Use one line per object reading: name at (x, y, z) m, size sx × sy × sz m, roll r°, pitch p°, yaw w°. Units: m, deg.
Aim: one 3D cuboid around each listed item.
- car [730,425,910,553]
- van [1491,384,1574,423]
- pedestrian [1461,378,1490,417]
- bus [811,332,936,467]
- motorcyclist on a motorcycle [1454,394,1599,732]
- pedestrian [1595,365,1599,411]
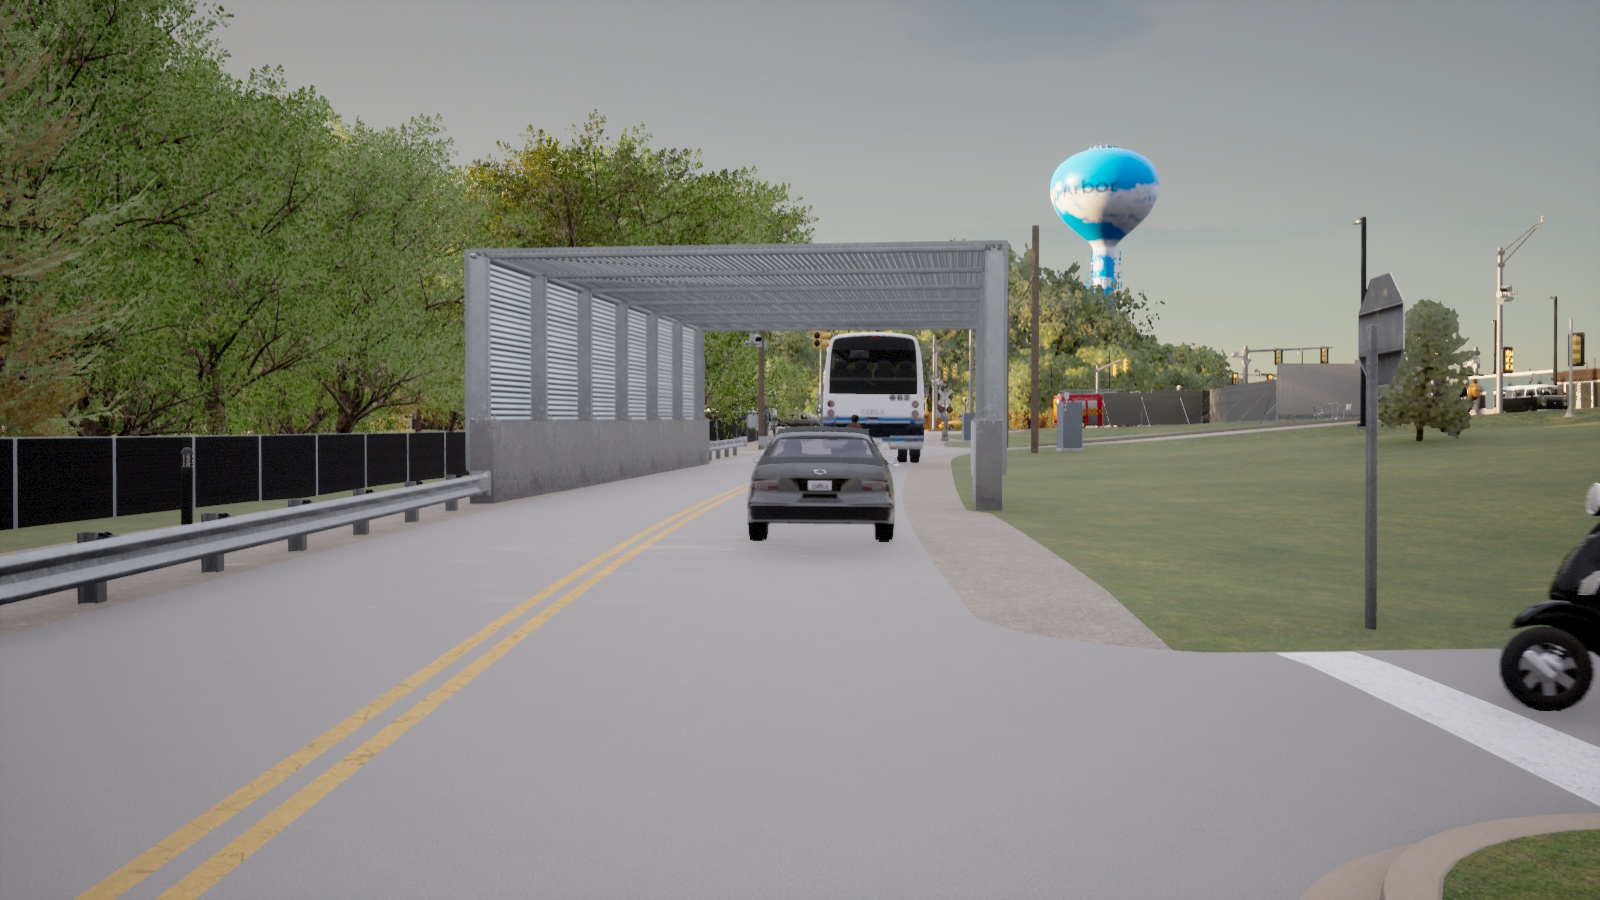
car at (0.313, 0.386, 16.963) m, size 2.033 × 1.411 × 5.357 m, roll 1°, pitch 1°, yaw 2°
van at (41.825, -2.621, 71.824) m, size 2.069 × 2.038 × 4.480 m, roll 0°, pitch 0°, yaw -1°
pedestrian at (33.077, -2.585, 61.507) m, size 0.874 × 1.855 × 0.900 m, roll 0°, pitch 0°, yaw -9°
bus at (2.818, -1.752, 45.148) m, size 3.944 × 4.253 × 10.273 m, roll 1°, pitch 2°, yaw 5°
motorcyclist on a motorcycle at (4.408, 0.530, 6.280) m, size 1.817 × 1.590 × 0.866 m, roll 0°, pitch 0°, yaw 7°
pedestrian at (34.421, -2.660, 53.382) m, size 0.659 × 1.952 × 0.873 m, roll 0°, pitch 0°, yaw -8°
